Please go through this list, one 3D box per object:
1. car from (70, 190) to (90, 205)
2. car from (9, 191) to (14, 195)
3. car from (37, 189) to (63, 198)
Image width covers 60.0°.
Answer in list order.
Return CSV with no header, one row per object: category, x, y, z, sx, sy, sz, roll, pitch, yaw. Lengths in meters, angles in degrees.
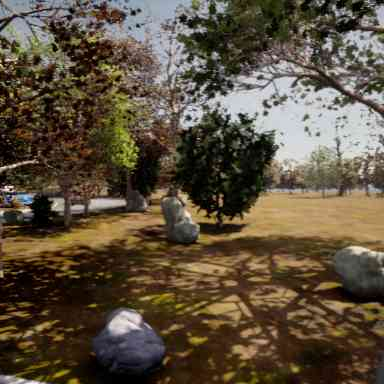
car,-12.339,0.456,36.095,2.097,1.767,4.553,-2,3,-21
car,-30.610,-0.492,52.162,5.566,2.045,2.150,2,2,22
car,-20.650,0.122,48.162,4.181,1.385,1.994,2,2,23
